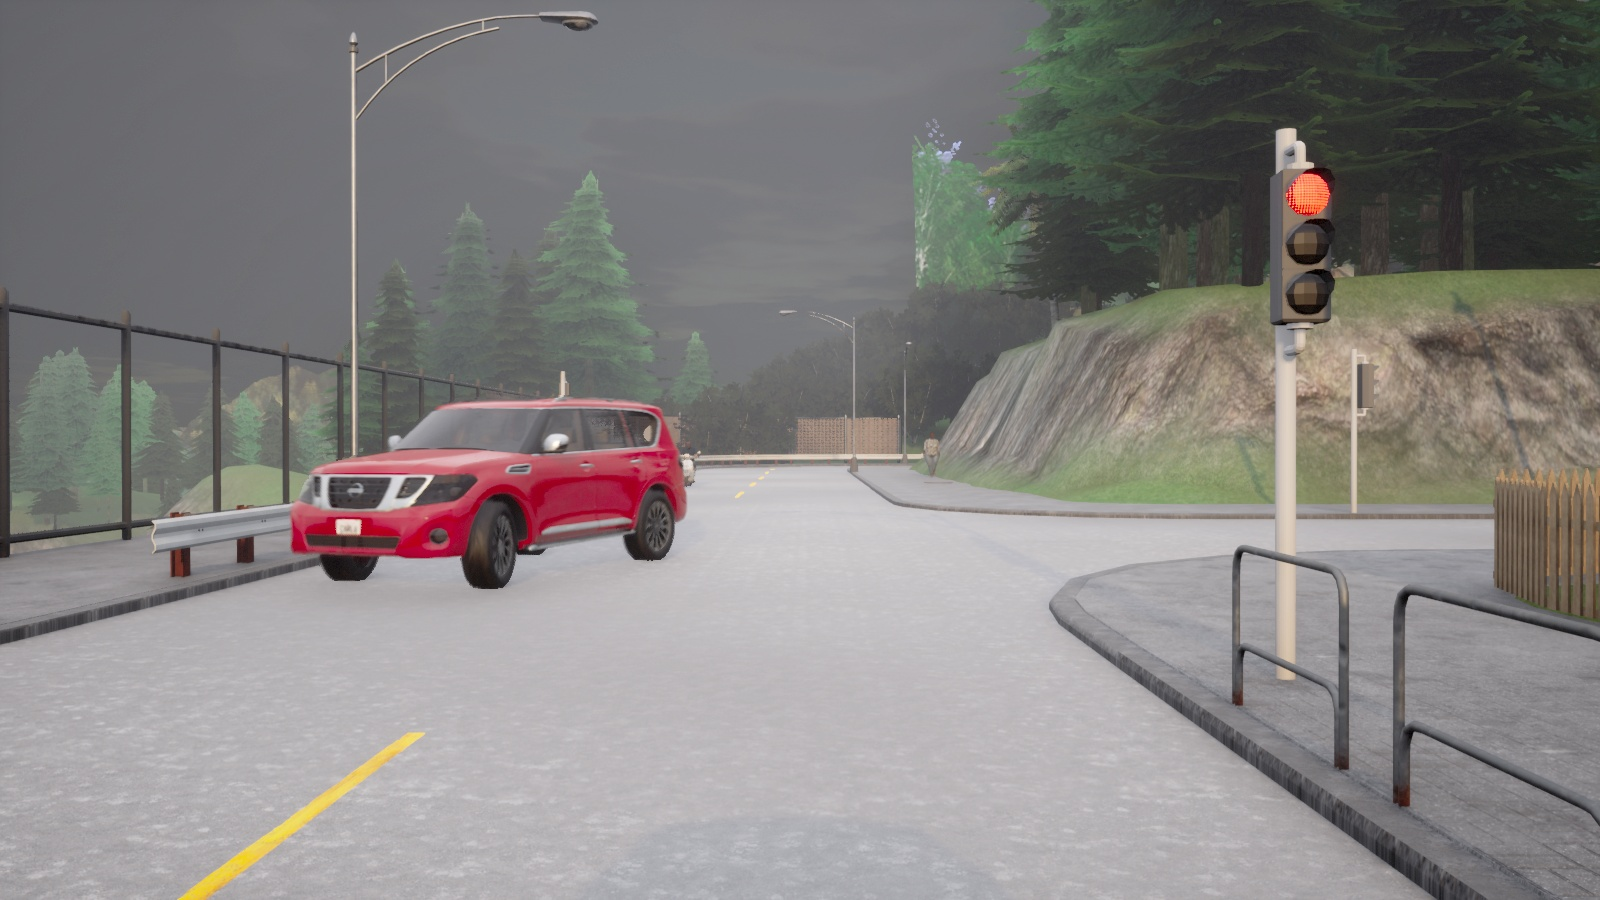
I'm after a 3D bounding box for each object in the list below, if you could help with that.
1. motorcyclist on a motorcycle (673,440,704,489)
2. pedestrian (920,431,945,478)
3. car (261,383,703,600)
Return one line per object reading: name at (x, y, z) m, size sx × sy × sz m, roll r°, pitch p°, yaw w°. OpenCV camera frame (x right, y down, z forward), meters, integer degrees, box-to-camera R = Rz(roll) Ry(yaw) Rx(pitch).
motorcyclist on a motorcycle at (-3.707, 0.461, 41.817) m, size 0.866 × 1.590 × 1.817 m, roll 0°, pitch 0°, yaw 0°
pedestrian at (5.272, 0.179, 49.967) m, size 0.874 × 1.855 × 0.900 m, roll 0°, pitch 0°, yaw -1°
car at (-3.360, 0.379, 14.792) m, size 2.150 × 2.045 × 5.566 m, roll 0°, pitch 0°, yaw 22°
